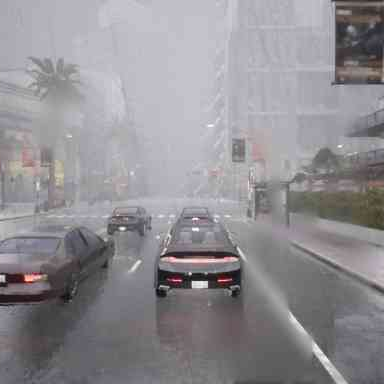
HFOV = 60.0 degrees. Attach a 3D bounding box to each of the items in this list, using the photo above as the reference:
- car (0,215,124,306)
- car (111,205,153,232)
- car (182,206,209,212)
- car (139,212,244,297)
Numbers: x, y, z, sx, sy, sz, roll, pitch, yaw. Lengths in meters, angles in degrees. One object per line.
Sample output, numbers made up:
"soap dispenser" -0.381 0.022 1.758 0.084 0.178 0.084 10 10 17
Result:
"car" -3.362 1.547 8.278 2.033 1.411 5.357 0 0 0
"car" -3.323 1.505 18.340 1.837 1.490 4.892 0 0 0
"car" 0.174 1.505 17.962 1.837 1.490 4.892 0 0 0
"car" 0.145 1.492 8.544 2.128 1.511 4.902 0 0 0
